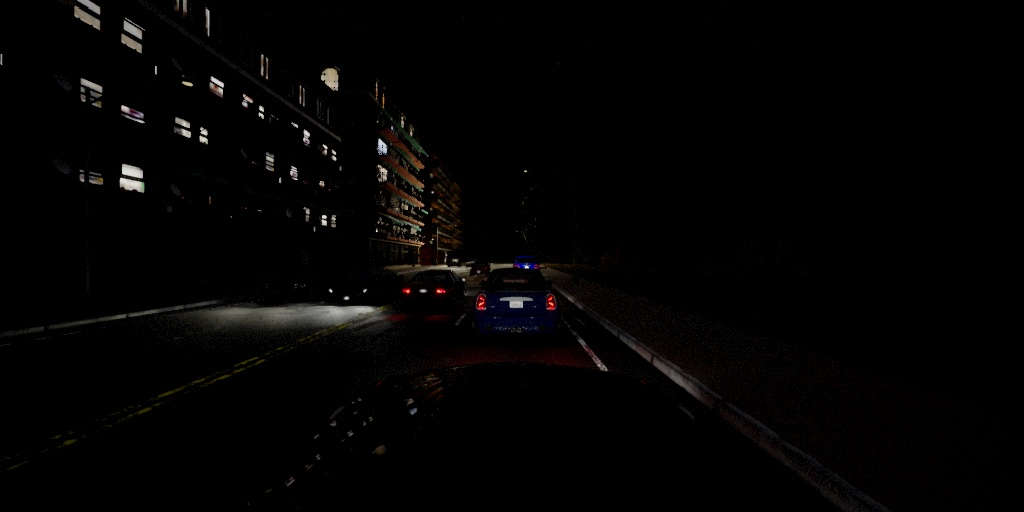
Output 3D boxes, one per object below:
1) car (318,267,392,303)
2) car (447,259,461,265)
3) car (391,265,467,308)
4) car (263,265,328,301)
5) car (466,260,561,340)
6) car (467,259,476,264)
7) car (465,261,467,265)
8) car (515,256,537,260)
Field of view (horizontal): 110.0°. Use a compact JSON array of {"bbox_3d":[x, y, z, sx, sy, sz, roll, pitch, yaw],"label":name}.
[{"bbox_3d":[-6.602,1.300,16.968,2.033,1.411,5.357,0,0,0],"label":"car"},{"bbox_3d":[-9.819,1.245,61.199,2.128,1.511,4.902,0,0,0],"label":"car"},{"bbox_3d":[-3.149,1.299,15.235,2.033,1.411,5.357,0,0,0],"label":"car"},{"bbox_3d":[-9.850,1.230,17.584,1.882,1.535,5.008,0,0,0],"label":"car"},{"bbox_3d":[0.099,1.103,10.137,2.097,1.767,4.553,0,0,0],"label":"car"},{"bbox_3d":[-3.147,1.279,36.258,1.812,1.442,4.674,0,0,0],"label":"car"},{"bbox_3d":[-6.578,1.278,59.004,1.812,1.442,4.674,0,0,0],"label":"car"},{"bbox_3d":[1.139,0.979,30.091,2.150,2.045,5.566,0,0,0],"label":"car"}]
